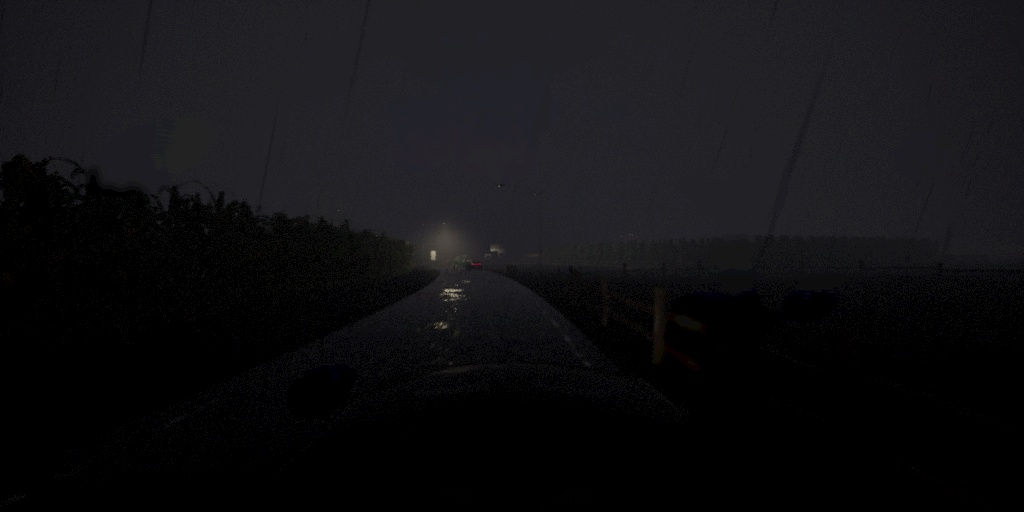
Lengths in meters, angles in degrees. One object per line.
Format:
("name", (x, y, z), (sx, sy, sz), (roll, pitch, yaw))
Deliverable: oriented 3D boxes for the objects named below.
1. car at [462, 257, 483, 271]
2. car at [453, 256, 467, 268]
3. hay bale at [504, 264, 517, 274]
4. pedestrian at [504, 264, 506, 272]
("car", (-5.175, 1.282, 48.975), (2.128, 1.511, 4.902), (0, 0, -14))
("car", (-8.997, 1.057, 63.444), (2.150, 2.045, 5.566), (0, -1, -18))
("hay bale", (-0.168, 1.422, 40.106), (1.220, 1.180, 1.240), (0, 0, -10))
("pedestrian", (-0.749, 1.055, 40.987), (0.375, 1.860, 0.375), (0, 0, -16))
